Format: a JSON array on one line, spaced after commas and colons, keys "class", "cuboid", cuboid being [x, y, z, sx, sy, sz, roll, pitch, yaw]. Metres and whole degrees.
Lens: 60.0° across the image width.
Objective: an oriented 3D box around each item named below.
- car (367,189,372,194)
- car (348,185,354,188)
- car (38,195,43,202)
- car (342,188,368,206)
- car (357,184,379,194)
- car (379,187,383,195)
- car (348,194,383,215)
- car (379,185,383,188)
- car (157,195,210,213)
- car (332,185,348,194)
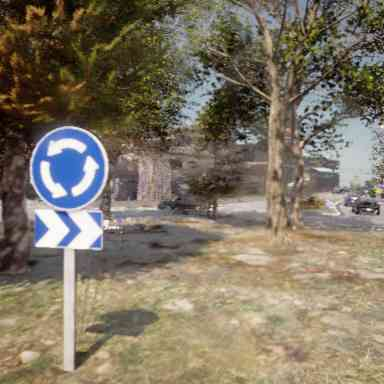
[{"class": "car", "cuboid": [25.915, 0.698, 51.030, 1.895, 1.301, 4.718, 1, 2, 34]}, {"class": "car", "cuboid": [38.175, -0.523, 83.551, 2.163, 1.488, 4.792, 1, 3, 40]}, {"class": "car", "cuboid": [-22.591, 0.766, 51.394, 2.128, 1.511, 4.902, 0, 0, -18]}, {"class": "car", "cuboid": [19.596, 0.778, 40.044, 2.097, 1.767, 4.553, 1, 2, 26]}, {"class": "car", "cuboid": [31.632, 0.033, 59.769, 2.150, 2.045, 5.566, 1, 2, 34]}, {"class": "car", "cuboid": [34.704, 0.357, 58.956, 1.812, 1.442, 4.674, 1, 2, 35]}, {"class": "car", "cuboid": [15.697, 1.206, 30.148, 1.837, 1.490, 4.892, 1, 2, 20]}, {"class": "car", "cuboid": [37.743, -0.190, 68.510, 1.882, 1.535, 5.008, 1, 3, 37]}, {"class": "car", "cuboid": [-0.736, 1.083, 30.767, 4.892, 1.490, 1.837, 1, -1, 1]}, {"class": "car", "cuboid": [34.774, -0.381, 79.240, 2.097, 1.535, 5.008, 1, 3, 38]}]
